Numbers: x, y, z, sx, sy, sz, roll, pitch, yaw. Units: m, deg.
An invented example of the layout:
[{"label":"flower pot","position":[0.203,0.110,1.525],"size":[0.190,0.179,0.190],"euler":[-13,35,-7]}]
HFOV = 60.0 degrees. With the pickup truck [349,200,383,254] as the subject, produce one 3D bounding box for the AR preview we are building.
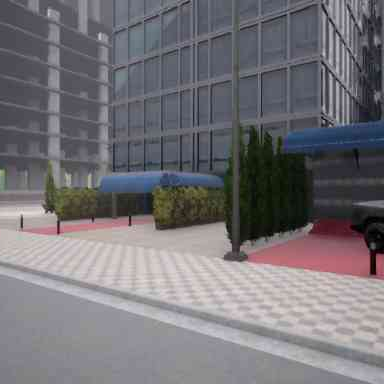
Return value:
[{"label":"pickup truck","position":[8.064,1.056,9.935],"size":[2.390,2.098,6.274],"euler":[0,0,-24]}]
